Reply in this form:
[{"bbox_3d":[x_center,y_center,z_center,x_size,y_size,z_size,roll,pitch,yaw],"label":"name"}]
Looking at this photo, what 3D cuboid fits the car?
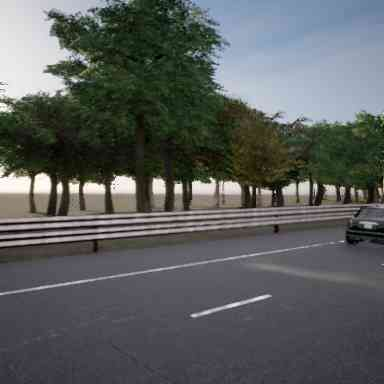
[{"bbox_3d":[8.590,1.358,14.176,4.553,1.767,2.097,0,0,-36],"label":"car"}]
